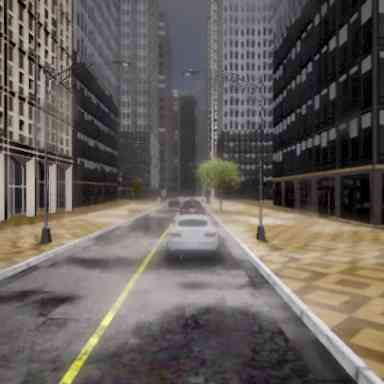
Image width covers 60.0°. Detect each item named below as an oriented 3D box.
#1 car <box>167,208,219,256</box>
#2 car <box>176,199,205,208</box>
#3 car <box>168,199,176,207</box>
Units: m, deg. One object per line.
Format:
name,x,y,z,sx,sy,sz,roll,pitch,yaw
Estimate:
car,0.048,1.583,13.260,1.812,1.442,4.674,0,0,0
car,0.037,1.473,27.391,2.097,1.767,4.553,0,0,0
car,-3.068,1.879,57.654,1.895,1.301,4.718,0,0,1
